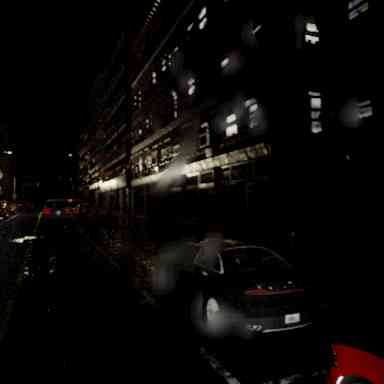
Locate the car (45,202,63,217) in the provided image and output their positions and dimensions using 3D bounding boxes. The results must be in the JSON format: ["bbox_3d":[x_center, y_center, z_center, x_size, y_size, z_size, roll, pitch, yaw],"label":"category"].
[{"bbox_3d":[-16.699,2.076,40.236,1.882,1.535,5.008,0,-1,-23],"label":"car"}]

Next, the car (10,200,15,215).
[{"bbox_3d":[-19.915,1.859,34.150,2.192,1.841,5.009,1,-1,-23],"label":"car"}]

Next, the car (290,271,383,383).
[{"bbox_3d":[2.800,1.547,1.752,1.887,1.381,4.507,1,-1,-23],"label":"car"}]

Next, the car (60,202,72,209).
[{"bbox_3d":[-23.754,2.539,62.574,1.802,1.307,4.206,1,-1,-24],"label":"car"}]

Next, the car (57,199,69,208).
[{"bbox_3d":[-28.172,2.456,72.719,2.192,1.841,5.009,1,-1,-24],"label":"car"}]

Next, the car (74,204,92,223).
[{"bbox_3d":[-8.250,1.917,27.100,1.887,1.381,4.507,1,-1,-23],"label":"car"}]

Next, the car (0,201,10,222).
[{"bbox_3d":[-17.705,1.779,29.081,2.192,1.841,5.009,1,-1,-23],"label":"car"}]

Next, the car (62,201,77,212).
[{"bbox_3d":[-19.332,2.221,52.438,1.967,1.590,4.097,1,-1,-24],"label":"car"}]

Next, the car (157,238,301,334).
[{"bbox_3d":[0.589,1.624,6.823,2.008,1.369,4.403,1,-1,-23],"label":"car"}]

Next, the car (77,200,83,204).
[{"bbox_3d":[-10.452,1.891,32.175,1.967,1.590,4.097,1,-1,-23],"label":"car"}]

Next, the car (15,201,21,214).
[{"bbox_3d":[-24.339,2.275,44.284,1.947,1.339,4.313,1,-1,-23],"label":"car"}]

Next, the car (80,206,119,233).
[{"bbox_3d":[-6.040,1.839,22.031,1.887,1.381,4.507,1,-1,-23],"label":"car"}]

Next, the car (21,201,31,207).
[{"bbox_3d":[-39.810,2.928,79.767,1.802,1.307,4.206,1,-1,-24],"label":"car"}]

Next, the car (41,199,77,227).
[{"bbox_3d":[-10.877,1.610,26.884,2.150,2.045,5.566,0,-1,-23],"label":"car"}]

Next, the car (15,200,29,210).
[{"bbox_3d":[-30.965,2.285,59.495,2.192,1.841,5.009,1,-1,-23],"label":"car"}]

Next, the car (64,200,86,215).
[{"bbox_3d":[-14.909,1.927,42.300,2.192,1.841,5.009,1,-1,-24],"label":"car"}]
